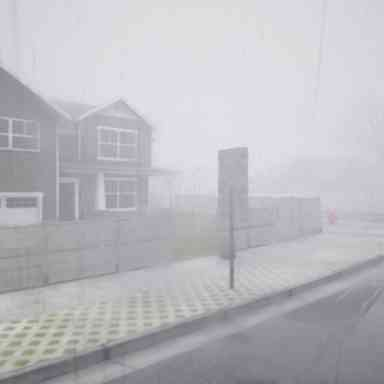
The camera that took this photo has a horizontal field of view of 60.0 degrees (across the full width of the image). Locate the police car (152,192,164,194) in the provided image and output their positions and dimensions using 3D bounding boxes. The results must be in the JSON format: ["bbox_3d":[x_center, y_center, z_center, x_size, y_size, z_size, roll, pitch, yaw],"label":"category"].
[{"bbox_3d":[-5.337,0.742,50.620,5.238,1.638,1.930,0,0,44],"label":"police car"}]
